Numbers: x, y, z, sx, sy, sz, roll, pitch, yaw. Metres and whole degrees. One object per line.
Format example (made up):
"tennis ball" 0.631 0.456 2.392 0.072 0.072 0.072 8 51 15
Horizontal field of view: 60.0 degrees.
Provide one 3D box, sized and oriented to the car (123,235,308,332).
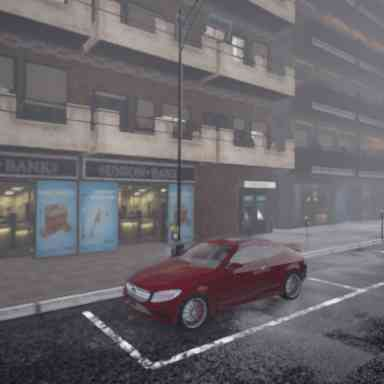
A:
"car" 0.687 1.588 6.817 4.206 1.307 1.802 0 1 -37
